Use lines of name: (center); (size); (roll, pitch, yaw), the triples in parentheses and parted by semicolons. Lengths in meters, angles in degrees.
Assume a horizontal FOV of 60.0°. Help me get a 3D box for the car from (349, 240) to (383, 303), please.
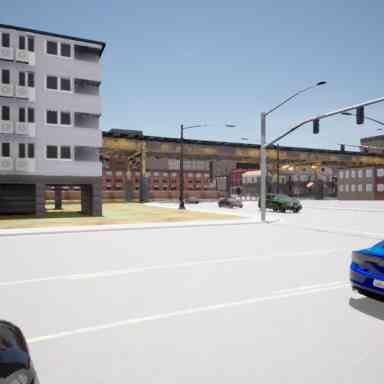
car: (5.578, 1.478, 6.923); (5.008, 1.535, 1.882); (0, 0, -25)

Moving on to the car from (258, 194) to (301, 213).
car: (9.668, 1.222, 37.296); (2.150, 2.045, 5.566); (0, 0, -26)

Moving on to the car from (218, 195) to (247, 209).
car: (5.295, 1.526, 46.449); (1.812, 1.442, 4.674); (0, 0, -25)

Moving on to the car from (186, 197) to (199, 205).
car: (0.008, 1.548, 59.447); (2.033, 1.411, 5.357); (0, 0, -9)

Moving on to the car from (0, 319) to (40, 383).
car: (-3.292, 1.564, 2.244); (4.181, 1.385, 1.994); (0, 0, -33)
